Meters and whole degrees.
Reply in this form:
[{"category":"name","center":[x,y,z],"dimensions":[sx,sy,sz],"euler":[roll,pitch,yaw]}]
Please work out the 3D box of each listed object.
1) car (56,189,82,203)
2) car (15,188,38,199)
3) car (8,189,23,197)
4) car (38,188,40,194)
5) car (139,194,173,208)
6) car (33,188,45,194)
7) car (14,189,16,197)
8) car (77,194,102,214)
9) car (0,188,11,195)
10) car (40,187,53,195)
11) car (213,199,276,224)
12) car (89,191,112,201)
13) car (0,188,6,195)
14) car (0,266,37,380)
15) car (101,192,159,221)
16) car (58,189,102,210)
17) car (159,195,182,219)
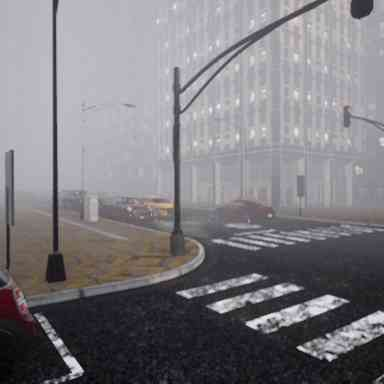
[{"category":"car","center":[-16.217,0.473,43.599],"dimensions":[2.097,1.767,4.553],"euler":[0,1,-35]},{"category":"car","center":[-27.032,0.392,54.182],"dimensions":[1.887,1.381,4.507],"euler":[1,0,-36]},{"category":"car","center":[-33.533,0.178,63.238],"dimensions":[1.887,1.381,4.507],"euler":[1,0,-36]},{"category":"car","center":[-36.520,-0.413,81.776],"dimensions":[2.192,1.841,5.009],"euler":[1,1,-36]},{"category":"car","center":[-4.008,0.925,36.477],"dimensions":[1.802,1.307,4.206],"euler":[1,1,-36]},{"category":"car","center":[-39.777,-0.269,86.308],"dimensions":[1.947,1.339,4.313],"euler":[1,1,-36]},{"category":"car","center":[-30.282,0.291,58.710],"dimensions":[2.008,1.369,4.403],"euler":[1,0,-36]},{"category":"car","center":[-7.529,1.073,27.013],"dimensions":[1.802,1.307,4.206],"euler":[1,0,-36]},{"category":"car","center":[-43.285,-0.142,76.823],"dimensions":[1.887,1.381,4.507],"euler":[1,0,-36]},{"category":"car","center":[-33.273,-0.076,77.247],"dimensions":[1.887,1.381,4.507],"euler":[1,1,-36]},{"category":"car","center":[3.340,1.194,21.725],"dimensions":[1.812,1.442,4.674],"euler":[0,1,-35]},{"category":"car","center":[-13.763,0.587,50.068],"dimensions":[1.947,1.339,4.313],"euler":[1,1,-36]},{"category":"car","center":[-40.035,-0.014,72.295],"dimensions":[1.947,1.339,4.313],"euler":[1,0,-36]},{"category":"car","center":[-4.073,1.444,3.653],"dimensions":[4.097,1.590,1.967],"euler":[0,0,-36]},{"category":"car","center":[-4.275,1.039,22.484],"dimensions":[1.967,1.590,4.097],"euler":[1,0,-36]},{"category":"car","center":[-10.773,0.699,31.539],"dimensions":[2.192,1.841,5.009],"euler":[1,0,-36]},{"category":"car","center":[-2.652,1.048,24.637],"dimensions":[1.882,1.535,5.008],"euler":[0,1,-36]}]
